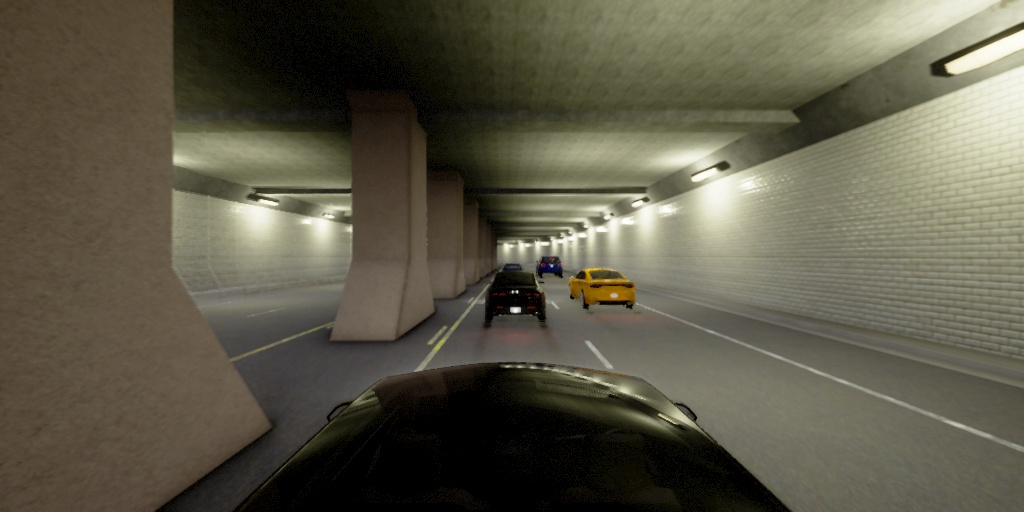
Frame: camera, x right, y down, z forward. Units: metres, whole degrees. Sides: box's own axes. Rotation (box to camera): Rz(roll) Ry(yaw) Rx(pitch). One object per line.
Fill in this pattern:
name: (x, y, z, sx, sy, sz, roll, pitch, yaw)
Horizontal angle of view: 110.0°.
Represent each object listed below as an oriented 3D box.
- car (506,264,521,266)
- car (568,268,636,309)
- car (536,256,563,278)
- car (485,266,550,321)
car: (0.104, 1.343, 30.494, 2.033, 1.411, 5.357, 0, 0, 0)
car: (3.601, 1.249, 15.118, 1.882, 1.535, 5.008, 0, 0, 0)
car: (3.605, 1.025, 35.147, 2.150, 2.045, 5.566, 0, 0, 0)
car: (0.101, 1.272, 12.493, 1.837, 1.490, 4.892, 0, 0, 0)
